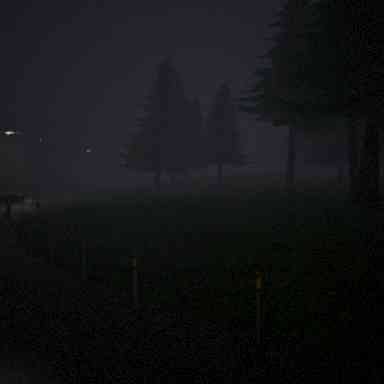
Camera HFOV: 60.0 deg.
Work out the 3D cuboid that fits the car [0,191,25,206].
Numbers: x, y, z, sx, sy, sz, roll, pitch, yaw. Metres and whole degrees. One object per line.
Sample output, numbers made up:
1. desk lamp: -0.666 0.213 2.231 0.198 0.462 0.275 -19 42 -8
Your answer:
1. car: -20.019 0.613 36.292 2.128 1.511 4.902 4 2 -4
